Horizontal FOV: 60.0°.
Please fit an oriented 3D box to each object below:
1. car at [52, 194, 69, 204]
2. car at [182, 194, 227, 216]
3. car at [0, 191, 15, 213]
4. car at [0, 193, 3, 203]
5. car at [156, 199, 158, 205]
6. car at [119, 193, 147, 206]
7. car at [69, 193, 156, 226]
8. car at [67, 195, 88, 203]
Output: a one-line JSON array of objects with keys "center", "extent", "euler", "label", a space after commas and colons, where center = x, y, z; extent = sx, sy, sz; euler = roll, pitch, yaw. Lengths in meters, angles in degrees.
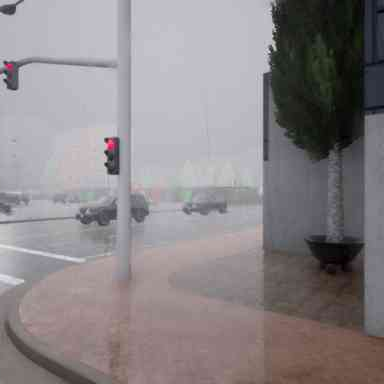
[{"center": [-23.096, 1.126, 59.848], "extent": [4.605, 1.855, 1.932], "euler": [0, 0, 35], "label": "car"}, {"center": [1.397, 1.213, 32.931], "extent": [2.150, 2.045, 5.566], "euler": [0, 0, 37], "label": "car"}, {"center": [-20.145, 1.138, 33.698], "extent": [3.866, 1.878, 1.905], "euler": [0, 0, 35], "label": "car"}, {"center": [-38.588, 1.118, 64.050], "extent": [4.605, 1.855, 1.932], "euler": [0, 0, 35], "label": "car"}, {"center": [-7.119, 1.377, 52.066], "extent": [3.806, 1.475, 1.970], "euler": [0, 0, 35], "label": "car"}, {"center": [-8.805, 1.138, 49.713], "extent": [3.866, 1.878, 1.905], "euler": [0, 0, 35], "label": "car"}, {"center": [-5.479, 1.212, 23.733], "extent": [2.150, 2.045, 5.566], "euler": [0, 0, 36], "label": "car"}, {"center": [-21.366, 1.336, 62.171], "extent": [3.905, 1.438, 1.784], "euler": [0, 0, 35], "label": "car"}]
